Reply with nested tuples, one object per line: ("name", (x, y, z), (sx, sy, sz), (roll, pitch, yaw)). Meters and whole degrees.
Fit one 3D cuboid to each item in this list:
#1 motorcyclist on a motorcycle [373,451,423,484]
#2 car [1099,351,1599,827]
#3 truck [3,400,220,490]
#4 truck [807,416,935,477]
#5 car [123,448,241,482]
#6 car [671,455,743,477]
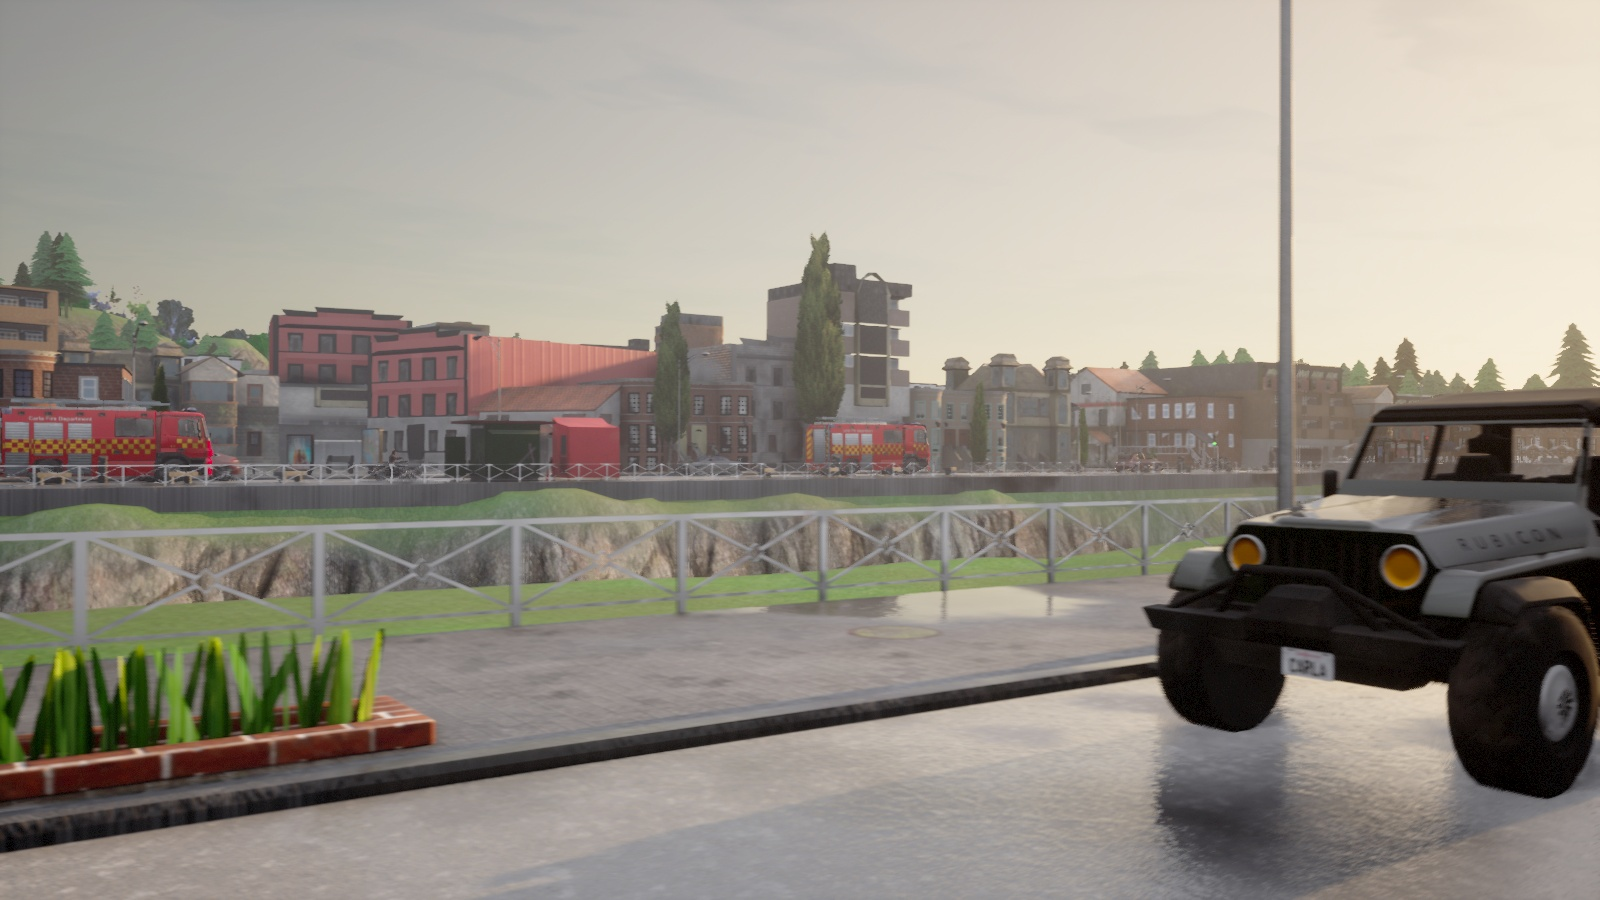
("motorcyclist on a motorcycle", (-20.802, 0.898, 64.965), (2.350, 1.649, 0.766), (0, 0, -35))
("car", (3.686, 0.550, 6.834), (3.866, 1.878, 1.905), (0, 0, -35))
("truck", (-31.444, -0.212, 57.557), (8.468, 3.827, 2.891), (0, 0, -35))
("truck", (4.748, -0.227, 82.763), (8.468, 3.827, 2.891), (0, 0, -35))
("car", (-30.888, 0.743, 62.815), (5.027, 1.651, 2.152), (0, 0, -35))
("car", (-5.923, 1.018, 80.201), (4.181, 1.385, 1.994), (0, 0, -35))
